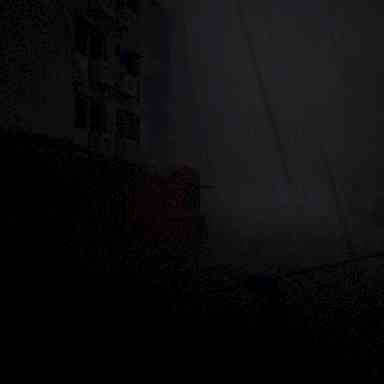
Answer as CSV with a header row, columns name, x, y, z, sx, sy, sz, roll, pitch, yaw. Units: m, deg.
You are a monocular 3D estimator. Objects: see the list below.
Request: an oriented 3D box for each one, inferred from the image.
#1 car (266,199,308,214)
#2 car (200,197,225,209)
name,x,y,z,sx,sy,sz,roll,pitch,yaw
car,9.984,1.526,35.329,1.812,1.442,4.674,0,0,-36
car,2.489,1.478,45.797,1.882,1.535,5.008,0,0,-36
